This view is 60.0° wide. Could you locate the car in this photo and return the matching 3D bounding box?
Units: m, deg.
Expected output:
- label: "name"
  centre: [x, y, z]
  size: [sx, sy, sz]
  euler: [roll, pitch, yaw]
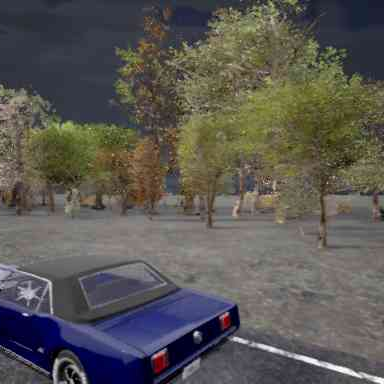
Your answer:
- label: "car"
  centre: [-1.813, 1.590, 4.848]
  size: [4.718, 1.301, 1.895]
  euler: [0, 0, 35]
